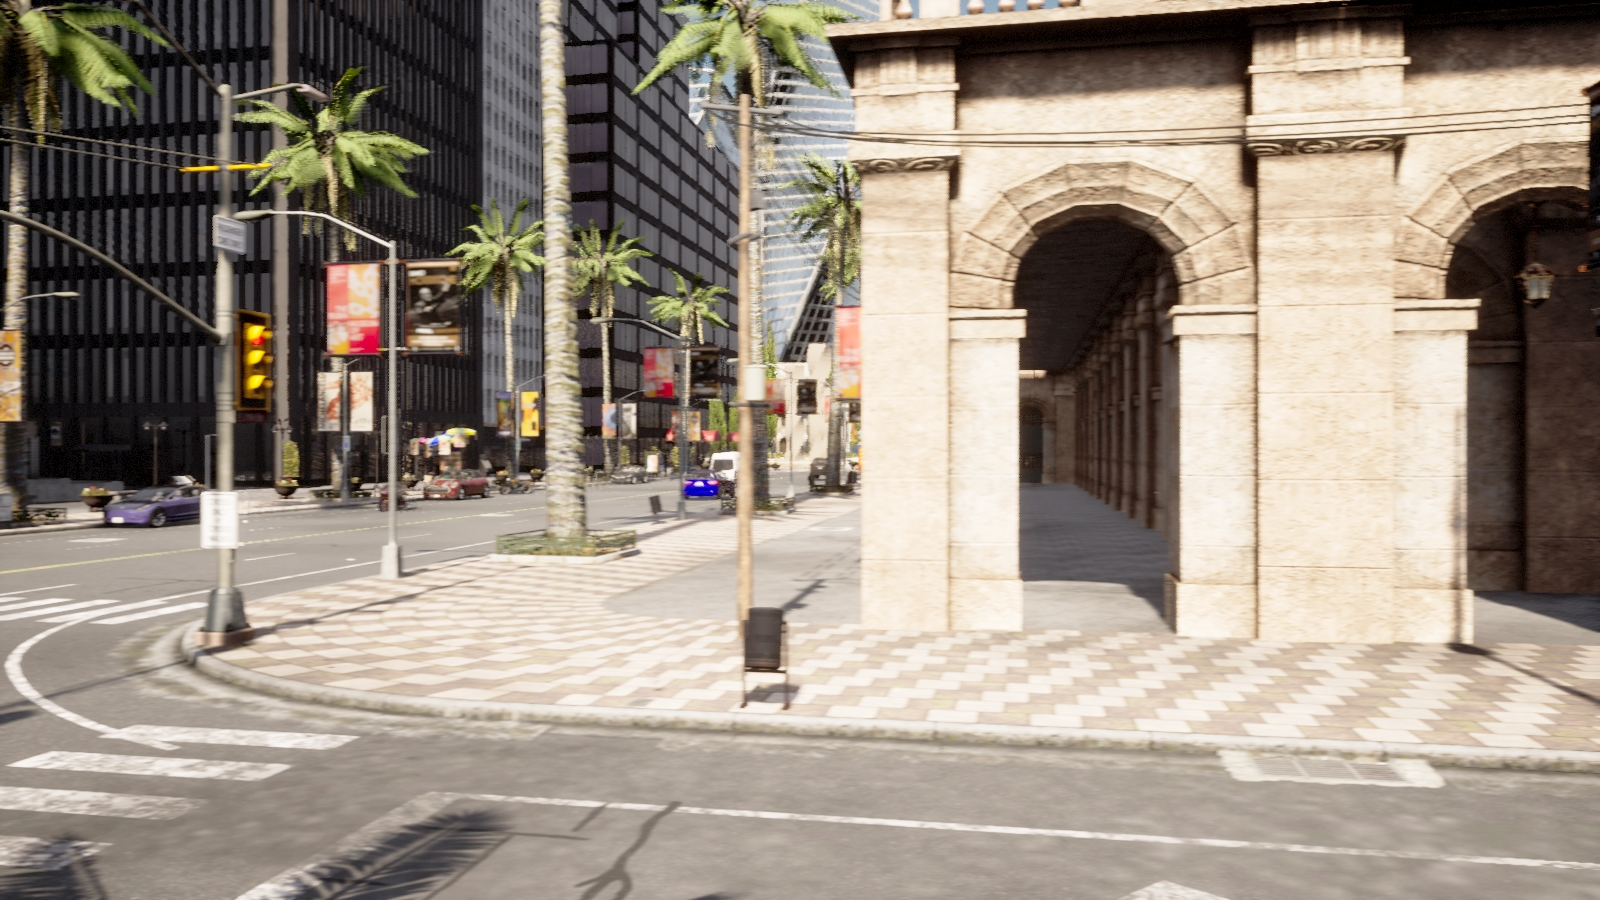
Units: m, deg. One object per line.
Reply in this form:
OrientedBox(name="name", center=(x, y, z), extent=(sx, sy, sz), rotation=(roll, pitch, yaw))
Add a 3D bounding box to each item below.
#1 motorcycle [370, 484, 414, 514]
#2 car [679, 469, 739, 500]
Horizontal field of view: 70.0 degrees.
OrientedBox(name="motorcycle", center=(-18.463, 2.186, 51.741), extent=(0.867, 1.251, 2.209), rotation=(0, 0, 11))
OrientedBox(name="car", center=(-5.150, 1.941, 65.348), extent=(2.242, 1.667, 4.611), rotation=(0, 0, 11))
